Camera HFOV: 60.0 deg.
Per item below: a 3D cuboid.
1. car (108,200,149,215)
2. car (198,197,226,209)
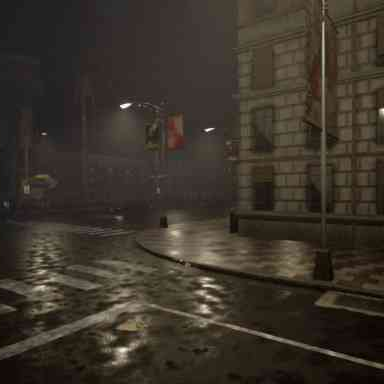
[{"bbox_3d":[-6.359,1.526,33.906,1.812,1.442,4.674,0,0,36],"label":"car"},{"bbox_3d":[2.821,1.491,46.134,2.128,1.511,4.902,0,0,39],"label":"car"}]
